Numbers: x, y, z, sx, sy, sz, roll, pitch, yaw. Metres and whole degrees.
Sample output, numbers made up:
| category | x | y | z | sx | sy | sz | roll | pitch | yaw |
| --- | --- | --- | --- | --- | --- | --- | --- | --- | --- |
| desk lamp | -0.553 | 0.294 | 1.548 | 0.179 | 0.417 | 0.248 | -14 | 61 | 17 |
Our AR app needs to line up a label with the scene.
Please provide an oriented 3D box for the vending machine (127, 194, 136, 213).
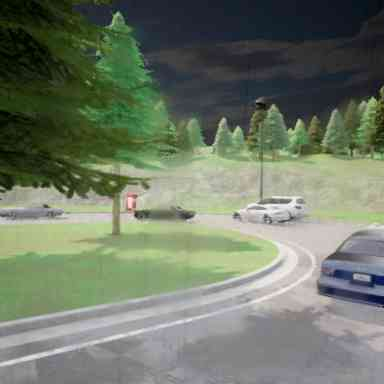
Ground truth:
| category | x | y | z | sx | sy | sz | roll | pitch | yaw |
| --- | --- | --- | --- | --- | --- | --- | --- | --- | --- |
| vending machine | -6.733 | 1.259 | 37.214 | 0.880 | 2.100 | 1.100 | 1 | 0 | -6 |

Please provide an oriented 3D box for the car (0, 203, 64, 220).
| category | x | y | z | sx | sy | sz | roll | pitch | yaw |
| --- | --- | --- | --- | --- | --- | --- | --- | --- | --- |
| car | -13.147 | 1.553 | 27.322 | 4.718 | 1.301 | 1.895 | 1 | 0 | -31 |

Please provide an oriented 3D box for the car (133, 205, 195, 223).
| category | x | y | z | sx | sy | sz | roll | pitch | yaw |
| --- | --- | --- | --- | --- | --- | --- | --- | --- | --- |
| car | -2.218 | 1.674 | 26.206 | 4.718 | 1.301 | 1.895 | 1 | 0 | 15 |

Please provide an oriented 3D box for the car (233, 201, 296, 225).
| category | x | y | z | sx | sy | sz | roll | pitch | yaw |
| --- | --- | --- | --- | --- | --- | --- | --- | --- | --- |
| car | 5.272 | 1.683 | 25.720 | 1.812 | 1.442 | 4.674 | 2 | -1 | -41 |

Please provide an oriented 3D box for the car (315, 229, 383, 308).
| category | x | y | z | sx | sy | sz | roll | pitch | yaw |
| --- | --- | --- | --- | --- | --- | --- | --- | --- | --- |
| car | 4.627 | 1.629 | 8.013 | 2.033 | 1.411 | 5.357 | 1 | 0 | 38 |

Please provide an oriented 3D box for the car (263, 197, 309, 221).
| category | x | y | z | sx | sy | sz | roll | pitch | yaw |
| --- | --- | --- | --- | --- | --- | --- | --- | --- | --- |
| car | 7.242 | 1.413 | 28.826 | 5.566 | 2.045 | 2.150 | 0 | -1 | 43 |
